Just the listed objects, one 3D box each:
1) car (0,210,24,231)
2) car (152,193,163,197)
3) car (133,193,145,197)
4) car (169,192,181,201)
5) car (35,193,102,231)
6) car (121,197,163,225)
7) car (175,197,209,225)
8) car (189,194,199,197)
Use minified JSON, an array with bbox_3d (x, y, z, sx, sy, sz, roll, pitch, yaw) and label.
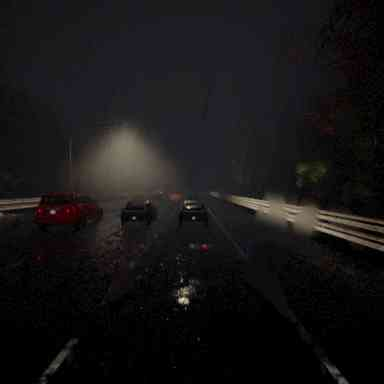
[{"bbox_3d":[-10.409,1.452,16.656,1.895,1.301,4.718,0,1,0],"label":"car"},{"bbox_3d":[-6.666,0.928,63.938,2.128,1.511,4.902,0,0,0],"label":"car"},{"bbox_3d":[-10.160,0.985,63.991,2.033,1.411,5.357,0,0,0],"label":"car"},{"bbox_3d":[-3.169,0.794,63.488,2.097,1.767,4.553,0,1,0],"label":"car"},{"bbox_3d":[-6.898,1.051,19.177,2.150,2.045,5.566,0,1,0],"label":"car"},{"bbox_3d":[-3.392,1.296,21.895,2.128,1.511,4.902,0,1,0],"label":"car"},{"bbox_3d":[0.108,1.296,21.905,2.128,1.511,4.902,0,1,0],"label":"car"},{"bbox_3d":[0.334,1.000,63.926,1.994,1.385,4.181,0,0,0],"label":"car"}]
